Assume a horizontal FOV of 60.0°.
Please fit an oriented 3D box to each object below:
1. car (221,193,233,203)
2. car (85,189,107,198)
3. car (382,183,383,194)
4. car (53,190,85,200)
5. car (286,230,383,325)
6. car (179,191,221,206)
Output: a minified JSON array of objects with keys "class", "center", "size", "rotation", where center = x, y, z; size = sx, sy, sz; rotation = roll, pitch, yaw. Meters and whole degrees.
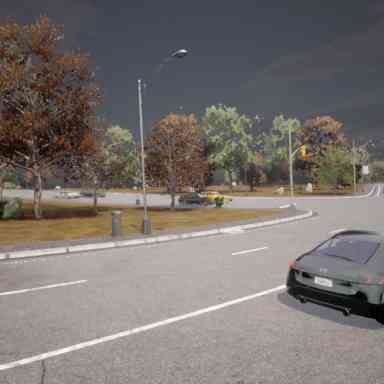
[{"class":"car","center":[2.790,0.651,41.920],"size":[5.008,1.535,1.882],"rotation":[0,3,33]},{"class":"car","center":[-16.039,0.252,54.088],"size":[4.892,1.490,1.837],"rotation":[2,4,33]},{"class":"car","center":[29.719,-0.840,49.630],"size":[2.150,2.045,5.566],"rotation":[-1,3,31]},{"class":"car","center":[-19.603,0.451,52.244],"size":[4.718,1.301,1.895],"rotation":[2,4,33]},{"class":"car","center":[3.890,1.516,7.069],"size":[4.181,1.385,1.994],"rotation":[-1,0,-38]},{"class":"car","center":[0.616,0.866,39.165],"size":[4.674,1.442,1.812],"rotation":[0,3,33]}]
